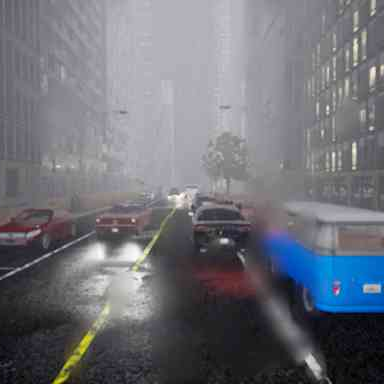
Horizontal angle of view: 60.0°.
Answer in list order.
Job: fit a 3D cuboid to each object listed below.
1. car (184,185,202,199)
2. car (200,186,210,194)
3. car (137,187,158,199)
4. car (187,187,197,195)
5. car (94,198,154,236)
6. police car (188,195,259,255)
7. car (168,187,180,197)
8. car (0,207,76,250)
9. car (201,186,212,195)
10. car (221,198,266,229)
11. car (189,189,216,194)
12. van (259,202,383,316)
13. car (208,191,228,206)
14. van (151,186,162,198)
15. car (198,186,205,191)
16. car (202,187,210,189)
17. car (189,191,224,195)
[{"bbox_3d":[0.008,-0.067,48.599,2.150,2.045,5.566,0,1,0],"label":"car"},{"bbox_3d":[2.700,-0.425,69.410,1.967,1.590,4.097,0,2,0],"label":"car"},{"bbox_3d":[-5.685,0.469,40.966,2.008,1.369,4.403,0,2,0],"label":"car"},{"bbox_3d":[0.008,-0.171,63.395,1.812,1.442,4.674,0,2,0],"label":"car"},{"bbox_3d":[-3.098,1.186,15.641,1.895,1.301,4.718,0,2,0],"label":"car"},{"bbox_3d":[0.902,1.107,11.943,1.930,1.638,5.238,0,2,0],"label":"police car"},{"bbox_3d":[-3.054,-0.020,57.185,1.837,1.490,4.892,0,2,0],"label":"car"},{"bbox_3d":[-5.689,1.249,12.514,1.802,1.307,4.206,0,2,0],"label":"car"},{"bbox_3d":[2.699,-0.266,63.720,1.967,1.590,4.097,0,2,0],"label":"car"},{"bbox_3d":[2.693,1.100,18.200,1.802,1.307,4.206,0,2,0],"label":"car"},{"bbox_3d":[0.903,0.770,27.830,1.837,1.490,4.892,0,2,0],"label":"car"},{"bbox_3d":[2.691,1.158,6.814,1.690,1.788,3.998,0,2,0],"label":"van"},{"bbox_3d":[2.695,0.651,35.272,1.802,1.307,4.206,0,2,0],"label":"car"},{"bbox_3d":[-5.683,-0.049,52.342,1.690,1.788,3.998,0,2,0],"label":"van"},{"bbox_3d":[2.703,-0.961,92.174,1.887,1.381,4.507,0,2,0],"label":"car"},{"bbox_3d":[2.697,0.316,46.652,2.008,1.369,4.403,0,2,0],"label":"car"},{"bbox_3d":[0.902,0.927,21.832,1.837,1.490,4.892,0,2,0],"label":"car"}]
